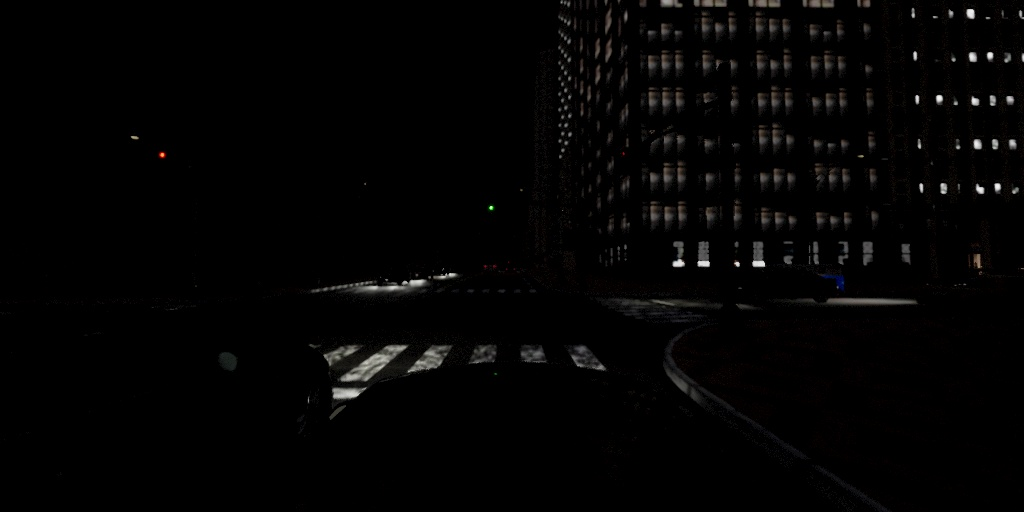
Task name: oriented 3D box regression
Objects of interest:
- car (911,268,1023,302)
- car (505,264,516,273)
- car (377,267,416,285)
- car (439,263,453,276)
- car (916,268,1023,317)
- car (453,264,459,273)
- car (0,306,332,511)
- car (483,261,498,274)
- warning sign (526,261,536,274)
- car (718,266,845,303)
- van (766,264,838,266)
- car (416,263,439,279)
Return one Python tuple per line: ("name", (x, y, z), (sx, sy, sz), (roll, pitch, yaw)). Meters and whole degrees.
("car", (22.869, 1.345, 17.286), (4.902, 1.511, 2.128), (0, -2, -1))
("car", (-0.227, 2.261, 60.338), (1.895, 1.301, 4.718), (0, -1, 0))
("car", (-10.020, 1.672, 30.826), (1.837, 1.490, 4.892), (0, -1, -2))
("car", (-10.110, 1.833, 50.163), (2.097, 1.767, 4.553), (0, -1, 0))
("car", (16.273, 1.191, 11.724), (4.829, 1.417, 1.751), (0, 0, -1))
("car", (-10.129, 2.159, 60.546), (2.128, 1.511, 4.902), (0, -1, 0))
("car", (-3.147, 1.111, 2.371), (2.097, 1.767, 4.553), (0, -1, 0))
("car", (-3.575, 1.879, 60.113), (2.150, 2.045, 5.566), (0, -1, 0))
("warning sign", (2.590, 1.566, 48.601), (1.300, 1.860, 1.060), (0, 0, 0))
("car", (12.555, 1.384, 17.106), (5.008, 1.535, 1.882), (0, -2, 0))
("van", (15.847, 1.335, 19.736), (3.998, 1.789, 1.690), (0, 0, -1))
("car", (-10.060, 1.807, 40.287), (2.128, 1.511, 4.902), (0, -1, 0))
